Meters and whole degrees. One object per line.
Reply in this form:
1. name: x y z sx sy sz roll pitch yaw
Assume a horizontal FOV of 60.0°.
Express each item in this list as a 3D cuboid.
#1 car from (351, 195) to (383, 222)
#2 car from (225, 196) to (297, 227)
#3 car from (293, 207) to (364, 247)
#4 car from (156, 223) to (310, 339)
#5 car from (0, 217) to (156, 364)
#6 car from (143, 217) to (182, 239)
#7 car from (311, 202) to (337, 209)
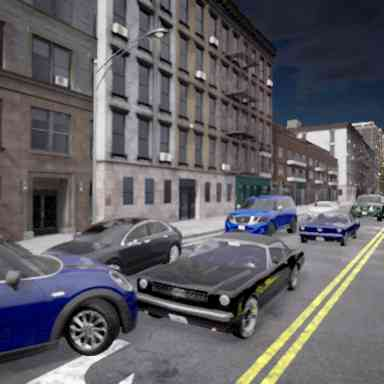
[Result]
1. car: 14.611 1.255 27.387 2.150 2.045 5.566 0 0 35
2. car: 3.776 1.227 17.246 2.150 2.045 5.566 0 1 34
3. car: 6.478 1.618 15.444 1.895 1.301 4.718 0 0 34
4. car: 0.910 1.605 6.883 1.895 1.301 4.718 2 0 30
5. car: -3.057 1.348 4.599 4.553 1.767 2.097 0 0 -34
6. car: -1.936 1.499 9.152 1.837 1.490 4.892 0 0 25
7. car: 11.225 1.549 28.202 1.812 1.442 4.674 0 0 34
